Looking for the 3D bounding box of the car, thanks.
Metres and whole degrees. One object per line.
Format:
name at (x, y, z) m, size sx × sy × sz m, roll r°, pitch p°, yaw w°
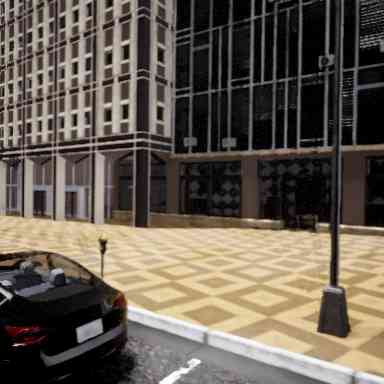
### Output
car at (-2.815, 1.552, 4.866) m, size 4.313 × 1.339 × 1.947 m, roll 0°, pitch 1°, yaw 35°
